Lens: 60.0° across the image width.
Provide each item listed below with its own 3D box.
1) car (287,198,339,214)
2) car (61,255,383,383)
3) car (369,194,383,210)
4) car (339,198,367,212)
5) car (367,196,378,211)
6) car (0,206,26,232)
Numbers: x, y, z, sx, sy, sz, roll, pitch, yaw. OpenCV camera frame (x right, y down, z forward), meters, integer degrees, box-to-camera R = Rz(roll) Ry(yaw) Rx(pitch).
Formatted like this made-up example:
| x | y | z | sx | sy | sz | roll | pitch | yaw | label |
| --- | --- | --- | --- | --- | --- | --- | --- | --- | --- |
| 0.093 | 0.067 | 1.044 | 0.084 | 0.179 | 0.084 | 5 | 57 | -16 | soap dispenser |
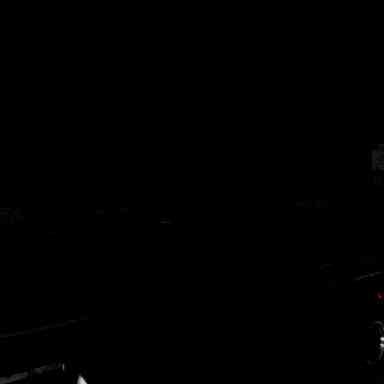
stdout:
| x | y | z | sx | sy | sz | roll | pitch | yaw | label |
| --- | --- | --- | --- | --- | --- | --- | --- | --- | --- |
| 12.503 | 1.454 | 35.418 | 2.097 | 1.535 | 5.008 | 0 | 0 | -35 | car |
| 0.642 | 1.563 | 4.144 | 4.181 | 1.385 | 1.994 | 0 | 0 | -36 | car |
| 23.857 | 1.404 | 43.479 | 2.185 | 1.767 | 4.553 | 1 | 0 | -36 | car |
| 17.032 | 1.474 | 38.657 | 2.097 | 1.535 | 5.008 | 0 | 0 | -35 | car |
| 19.303 | 1.530 | 40.272 | 2.002 | 1.452 | 4.674 | 0 | 0 | -35 | car |
| -10.701 | 1.492 | 18.896 | 2.002 | 1.452 | 4.674 | 0 | 0 | -35 | car |
